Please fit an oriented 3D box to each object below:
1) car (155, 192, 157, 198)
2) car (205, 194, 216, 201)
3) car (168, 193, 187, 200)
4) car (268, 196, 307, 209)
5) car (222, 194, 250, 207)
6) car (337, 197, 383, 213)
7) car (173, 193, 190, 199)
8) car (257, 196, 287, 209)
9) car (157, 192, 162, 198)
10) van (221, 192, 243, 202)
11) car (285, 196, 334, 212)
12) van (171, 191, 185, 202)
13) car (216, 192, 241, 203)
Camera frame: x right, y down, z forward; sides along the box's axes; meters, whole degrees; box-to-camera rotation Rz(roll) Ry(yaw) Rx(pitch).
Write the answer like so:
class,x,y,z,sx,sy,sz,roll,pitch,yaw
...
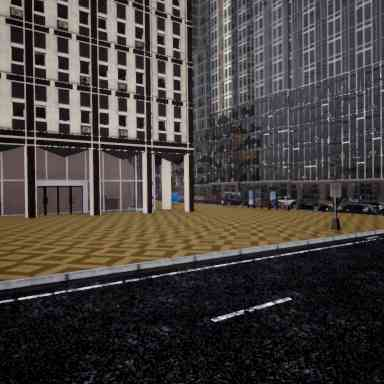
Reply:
class,x,y,z,sx,sy,sz,roll,pitch,yaw
car,-8.816,0.685,83.681,1.967,1.590,4.097,0,1,-34
car,3.965,1.042,64.880,1.802,1.307,4.206,0,1,-34
car,-3.159,0.923,70.719,1.837,1.490,4.892,-1,1,-34
car,12.116,1.290,42.576,1.812,1.442,4.674,-1,1,-34
car,6.573,1.319,46.041,1.947,1.339,4.313,0,1,-34
car,17.303,1.340,34.940,2.128,1.511,4.902,-1,1,-34
car,-2.425,0.935,74.282,1.802,1.307,4.206,0,1,-34
car,9.719,1.387,41.308,1.802,1.307,4.206,0,1,-34
car,-5.620,0.614,78.979,2.192,1.841,5.009,0,1,-34
van,7.159,0.854,60.176,1.690,1.788,3.998,0,1,-34
car,12.900,1.423,36.595,1.947,1.339,4.313,0,1,-34
van,-2.966,0.936,60.168,1.690,1.788,3.998,0,1,-34
car,6.300,1.175,51.140,1.837,1.490,4.892,-1,1,-34
